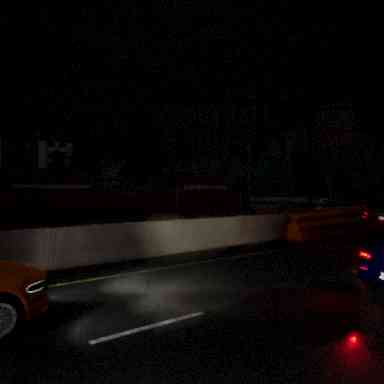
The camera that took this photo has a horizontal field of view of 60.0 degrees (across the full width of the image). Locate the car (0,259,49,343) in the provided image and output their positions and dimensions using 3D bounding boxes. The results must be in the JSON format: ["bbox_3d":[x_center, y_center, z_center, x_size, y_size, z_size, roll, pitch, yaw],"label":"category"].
[{"bbox_3d":[-4.712,1.483,4.685,5.008,1.535,1.882,0,0,-35],"label":"car"}]

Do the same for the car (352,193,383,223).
[{"bbox_3d":[9.956,1.155,15.154,5.566,2.045,2.150,0,0,-35],"label":"car"}]

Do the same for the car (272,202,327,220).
[{"bbox_3d":[8.954,1.510,27.501,4.718,1.301,1.895,0,0,-35],"label":"car"}]

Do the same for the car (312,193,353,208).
[{"bbox_3d":[11.682,1.129,25.140,5.566,2.045,2.150,0,0,-35],"label":"car"}]

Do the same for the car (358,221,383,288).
[{"bbox_3d":[5.718,1.490,7.824,4.674,1.442,1.812,0,0,-36],"label":"car"}]
